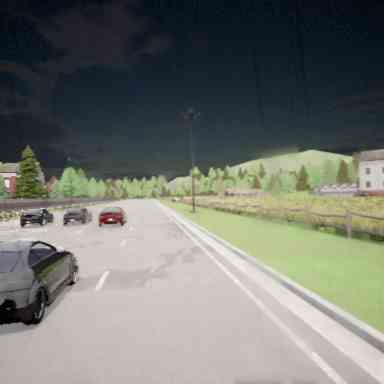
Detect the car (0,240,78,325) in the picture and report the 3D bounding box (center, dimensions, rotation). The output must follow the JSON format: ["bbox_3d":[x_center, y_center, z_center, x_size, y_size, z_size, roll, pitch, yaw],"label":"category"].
[{"bbox_3d":[-3.912,1.769,7.391,1.994,1.385,4.181,-2,-1,-7],"label":"car"}]

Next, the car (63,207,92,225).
[{"bbox_3d":[-10.362,2.148,30.378,1.837,1.490,4.892,-2,0,-7],"label":"car"}]

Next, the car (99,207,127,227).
[{"bbox_3d":[-6.473,1.961,27.530,1.882,1.535,5.008,-2,0,-7],"label":"car"}]

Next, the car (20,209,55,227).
[{"bbox_3d":[-13.826,2.261,29.883,1.837,1.490,4.892,-2,0,-7],"label":"car"}]
